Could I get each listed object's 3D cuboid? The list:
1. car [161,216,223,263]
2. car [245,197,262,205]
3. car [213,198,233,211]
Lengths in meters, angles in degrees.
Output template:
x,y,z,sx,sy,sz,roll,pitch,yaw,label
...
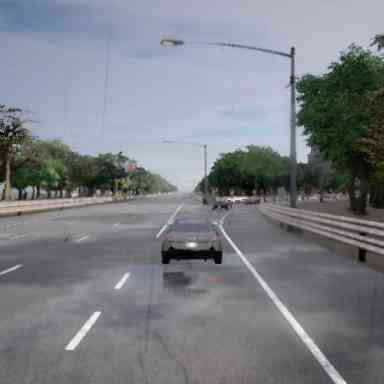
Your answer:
x,y,z,sx,sy,sz,roll,pitch,yaw,label
0.002,1.567,12.035,1.994,1.385,4.181,0,0,0,car
10.835,1.539,57.859,2.033,1.411,5.357,0,0,29,car
3.941,1.507,41.683,1.837,1.490,4.892,-1,0,17,car
